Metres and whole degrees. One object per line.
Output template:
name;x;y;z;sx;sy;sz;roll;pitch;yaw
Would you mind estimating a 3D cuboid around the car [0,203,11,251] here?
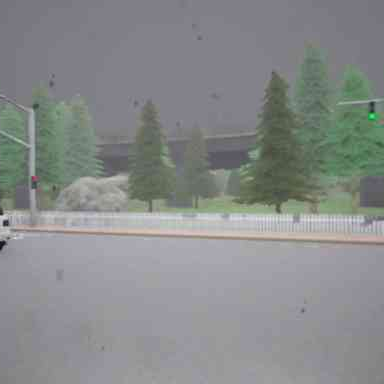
car;-9.464;1.351;12.994;5.566;2.045;2.150;-1;-1;30
